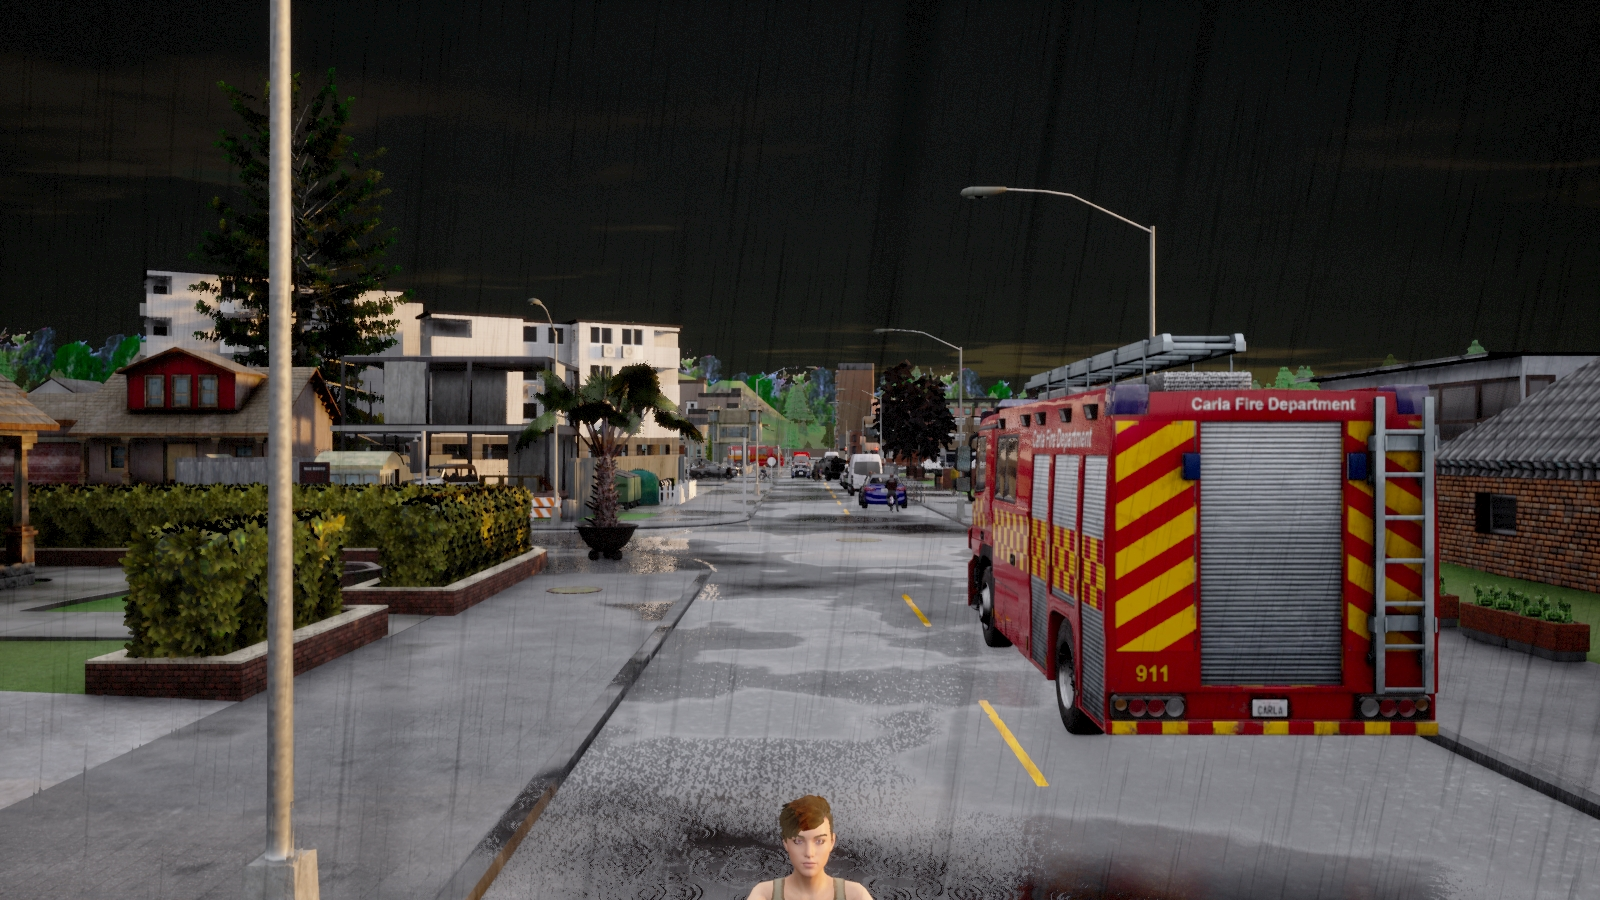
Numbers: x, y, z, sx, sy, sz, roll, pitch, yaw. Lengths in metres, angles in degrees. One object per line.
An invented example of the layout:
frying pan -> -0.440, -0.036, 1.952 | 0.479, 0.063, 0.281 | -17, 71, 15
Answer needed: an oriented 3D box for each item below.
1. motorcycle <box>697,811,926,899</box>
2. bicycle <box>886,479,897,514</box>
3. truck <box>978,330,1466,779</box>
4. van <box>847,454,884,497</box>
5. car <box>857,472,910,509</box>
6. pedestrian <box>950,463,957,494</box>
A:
motorcycle -> 0.039, 2.155, 3.558 | 0.764, 1.307, 2.356 | 0, 0, 0
bicycle -> 4.077, 2.060, 50.936 | 0.329, 1.471, 1.835 | 0, 0, 0
truck -> 4.261, 0.890, 13.995 | 2.891, 3.827, 8.468 | 0, 0, 0
van -> 4.045, 1.534, 71.355 | 1.988, 2.561, 5.915 | 0, 0, 0
car -> 4.046, 1.967, 56.171 | 2.242, 1.667, 4.611 | 0, 0, 0
pedestrian -> 9.301, 1.744, 69.105 | 0.375, 1.860, 0.375 | 0, 0, 0
